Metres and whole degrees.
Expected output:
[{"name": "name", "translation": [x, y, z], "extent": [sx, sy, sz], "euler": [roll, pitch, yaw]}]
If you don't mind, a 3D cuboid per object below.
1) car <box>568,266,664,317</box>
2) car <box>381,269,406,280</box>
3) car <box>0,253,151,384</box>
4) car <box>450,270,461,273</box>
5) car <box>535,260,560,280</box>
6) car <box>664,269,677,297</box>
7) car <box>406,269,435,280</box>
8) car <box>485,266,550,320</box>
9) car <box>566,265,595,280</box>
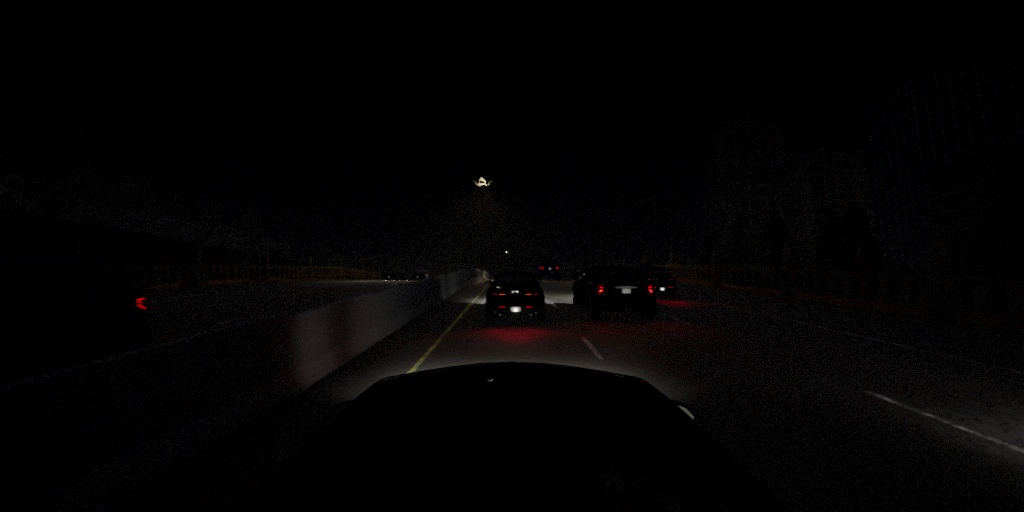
[{"name": "car", "translation": [3.605, 1.133, 13.399], "extent": [2.097, 1.767, 4.553], "euler": [0, 0, 0]}, {"name": "car", "translation": [-14.071, 2.278, 43.163], "extent": [1.895, 1.301, 4.718], "euler": [0, -5, 0]}, {"name": "car", "translation": [-7.099, 0.975, 3.610], "extent": [2.150, 2.045, 5.566], "euler": [0, 0, 0]}, {"name": "car", "translation": [-7.065, 2.574, 47.296], "extent": [1.812, 1.442, 4.674], "euler": [0, -6, 0]}, {"name": "car", "translation": [3.615, 1.460, 36.804], "extent": [2.150, 2.045, 5.566], "euler": [0, -3, 0]}, {"name": "car", "translation": [7.108, 1.303, 19.357], "extent": [1.837, 1.490, 4.892], "euler": [0, 0, 0]}, {"name": "car", "translation": [-10.575, 2.207, 42.942], "extent": [2.033, 1.411, 5.357], "euler": [0, -5, 0]}, {"name": "car", "translation": [0.105, 1.285, 12.699], "extent": [1.837, 1.490, 4.892], "euler": [0, 0, 0]}, {"name": "car", "translation": [7.116, 1.786, 37.727], "extent": [2.128, 1.511, 4.902], "euler": [0, -3, 0]}]
